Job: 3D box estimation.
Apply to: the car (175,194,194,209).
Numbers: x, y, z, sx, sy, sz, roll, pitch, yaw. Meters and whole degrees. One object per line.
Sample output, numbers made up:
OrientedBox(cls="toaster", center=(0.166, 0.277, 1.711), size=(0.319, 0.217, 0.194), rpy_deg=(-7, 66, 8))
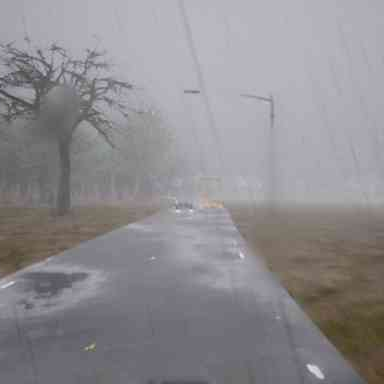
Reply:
OrientedBox(cls="car", center=(-0.909, 1.194, 41.174), size=(2.097, 1.767, 4.553), rpy_deg=(0, 0, 3))

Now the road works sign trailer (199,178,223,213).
OrientedBox(cls="road works sign trailer", center=(1.956, 0.333, 35.693), size=(2.380, 3.560, 2.880), rpy_deg=(0, 0, 3))
